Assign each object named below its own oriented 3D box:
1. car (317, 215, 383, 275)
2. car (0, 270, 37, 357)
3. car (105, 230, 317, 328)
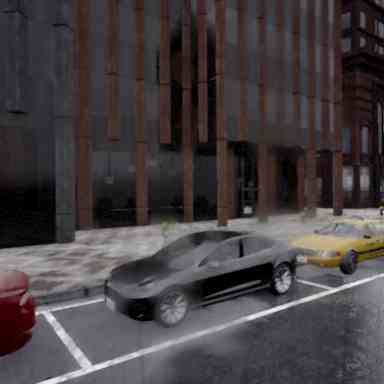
[{"bbox_3d":[4.843,1.418,10.101,4.829,1.417,1.752,-1,0,-35],"label":"car"},{"bbox_3d":[-4.196,1.560,3.656,4.507,1.381,1.887,-1,0,-35],"label":"car"},{"bbox_3d":[0.393,1.519,6.928,4.313,1.339,1.947,-1,0,-35],"label":"car"}]
